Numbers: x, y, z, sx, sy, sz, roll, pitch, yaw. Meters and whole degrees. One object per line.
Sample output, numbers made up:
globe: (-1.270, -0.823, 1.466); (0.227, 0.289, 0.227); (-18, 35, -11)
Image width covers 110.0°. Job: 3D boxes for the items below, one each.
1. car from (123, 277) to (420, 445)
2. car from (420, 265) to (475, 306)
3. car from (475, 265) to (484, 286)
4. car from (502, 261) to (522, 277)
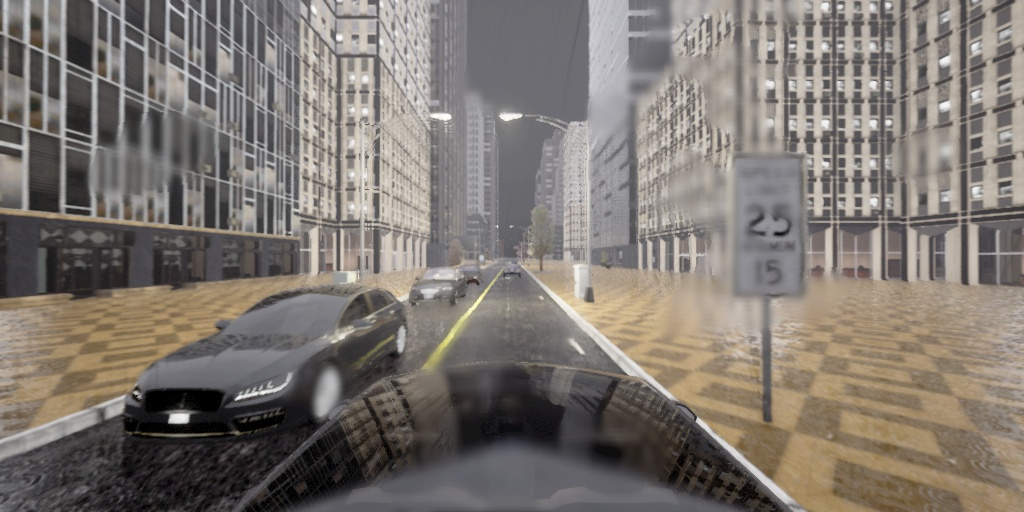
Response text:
car: (-3.094, 1.263, 5.765); (1.837, 1.490, 4.892); (0, 0, 0)
car: (-3.093, 1.272, 15.991); (2.128, 1.511, 4.902); (0, 0, 0)
car: (-3.090, 1.351, 26.507); (2.033, 1.411, 5.357); (0, 0, 0)
car: (0.004, 1.373, 36.077); (2.033, 1.411, 5.357); (0, 0, 0)
